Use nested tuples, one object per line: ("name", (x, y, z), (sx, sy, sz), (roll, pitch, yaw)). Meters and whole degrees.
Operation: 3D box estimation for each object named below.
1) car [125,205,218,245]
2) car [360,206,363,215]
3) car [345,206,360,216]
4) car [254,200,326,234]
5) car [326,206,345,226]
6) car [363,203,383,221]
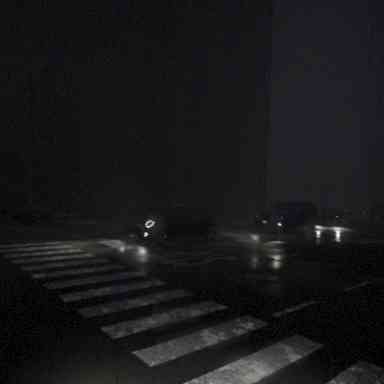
("car", (-0.907, 1.398, 15.941), (4.553, 1.767, 2.097), (3, 0, -41))
("car", (25.421, 2.772, 49.418), (1.837, 1.490, 4.892), (2, 0, -10))
("car", (22.175, 2.702, 49.345), (1.994, 1.385, 4.181), (2, 0, -15))
("car", (6.535, 1.597, 22.555), (5.566, 2.045, 2.150), (3, 0, -43))
("car", (12.639, 2.138, 30.503), (1.882, 1.535, 5.008), (2, 0, 26))
("car", (22.540, 2.317, 38.774), (2.150, 2.045, 5.566), (2, 0, 6))
